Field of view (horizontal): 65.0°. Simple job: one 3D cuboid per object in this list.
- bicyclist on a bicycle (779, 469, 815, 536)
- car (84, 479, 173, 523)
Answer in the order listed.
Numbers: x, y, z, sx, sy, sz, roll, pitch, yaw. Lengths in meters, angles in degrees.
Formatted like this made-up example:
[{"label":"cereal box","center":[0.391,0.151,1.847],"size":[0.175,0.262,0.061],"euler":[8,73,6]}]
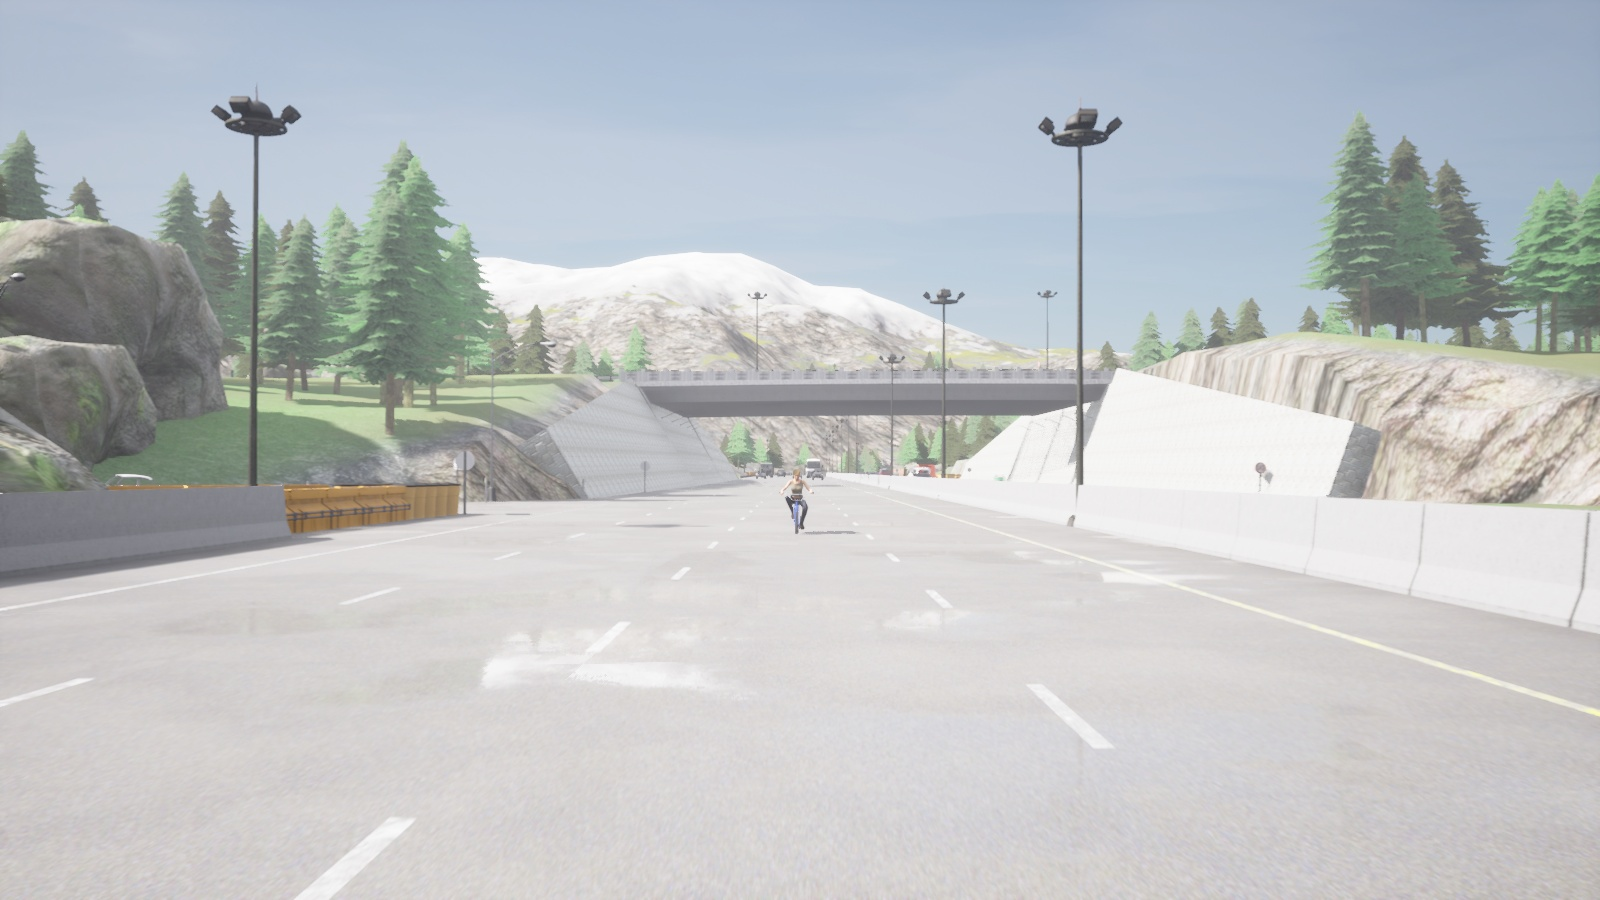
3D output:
[{"label":"bicyclist on a bicycle","center":[-0.071,1.272,31.118],"size":[0.866,1.612,1.509],"euler":[0,-1,0]},{"label":"car","center":[-21.818,1.640,40.820],"size":[1.481,1.376,2.207],"euler":[-1,-2,43]}]
